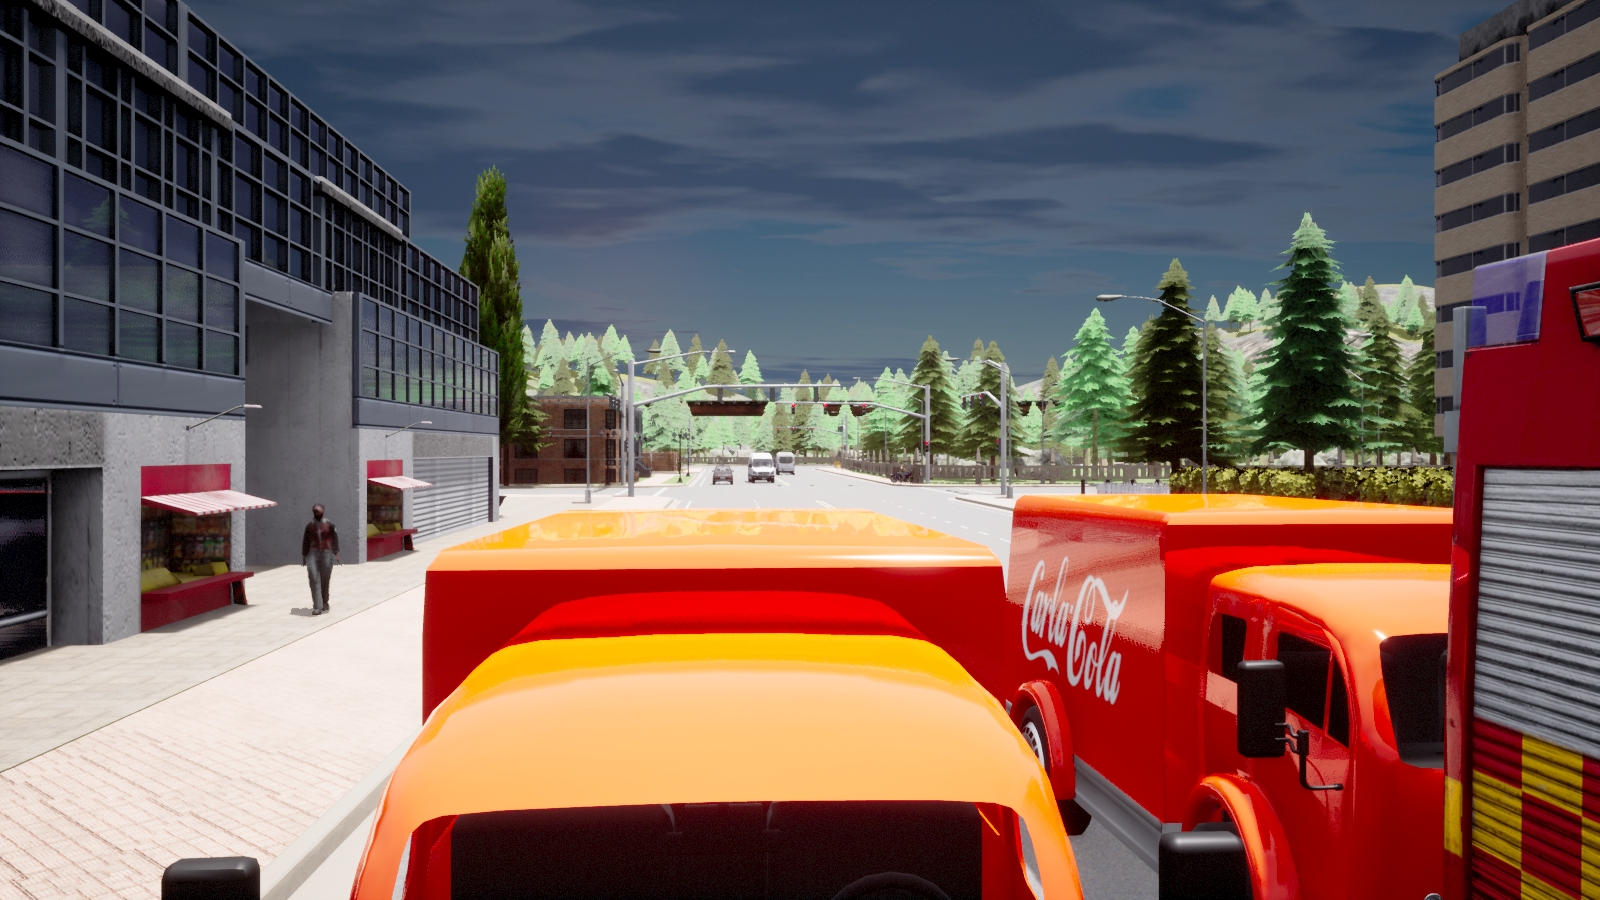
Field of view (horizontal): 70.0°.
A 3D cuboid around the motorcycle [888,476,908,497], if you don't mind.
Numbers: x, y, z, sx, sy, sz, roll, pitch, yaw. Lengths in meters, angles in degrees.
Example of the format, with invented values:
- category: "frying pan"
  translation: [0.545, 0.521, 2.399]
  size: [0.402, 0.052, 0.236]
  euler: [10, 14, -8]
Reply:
- category: "motorcycle"
  translation: [5.944, 2.205, 69.519]
  size: [0.867, 1.251, 2.209]
  euler: [0, 0, -4]

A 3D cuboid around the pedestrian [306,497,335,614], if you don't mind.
- category: "pedestrian"
  translation: [-7.775, 1.698, 18.529]
  size: [0.375, 1.860, 0.375]
  euler: [0, 0, -14]

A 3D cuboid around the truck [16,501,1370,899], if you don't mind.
- category: "truck"
  translation: [-0.347, 1.568, 4.821]
  size: [2.627, 2.467, 5.204]
  euler: [0, 0, -4]

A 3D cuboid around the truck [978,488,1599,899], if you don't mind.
- category: "truck"
  translation: [3.003, 1.568, 7.234]
  size: [2.627, 2.467, 5.204]
  euler: [0, 0, -4]
